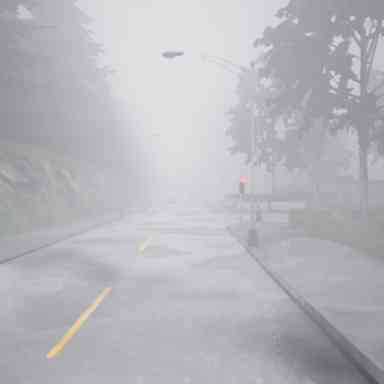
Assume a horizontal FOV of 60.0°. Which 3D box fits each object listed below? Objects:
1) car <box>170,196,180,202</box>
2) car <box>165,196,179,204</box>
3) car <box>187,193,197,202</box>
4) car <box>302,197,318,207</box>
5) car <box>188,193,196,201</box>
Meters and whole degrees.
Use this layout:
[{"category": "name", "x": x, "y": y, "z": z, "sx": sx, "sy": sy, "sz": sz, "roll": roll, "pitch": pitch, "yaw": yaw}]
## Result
[{"category": "car", "x": -4.008, "y": 1.590, "z": 78.956, "sx": 1.994, "sy": 1.385, "sz": 4.181, "roll": 0, "pitch": 0, "yaw": 0}, {"category": "car", "x": -4.028, "y": 1.598, "z": 63.449, "sx": 1.994, "sy": 1.385, "sz": 4.181, "roll": 0, "pitch": 0, "yaw": 1}, {"category": "car", "x": -0.008, "y": 1.555, "z": 77.334, "sx": 1.812, "sy": 1.442, "sz": 4.674, "roll": 0, "pitch": 0, "yaw": 0}, {"category": "car", "x": 15.781, "y": 1.325, "z": 45.810, "sx": 1.994, "sy": 1.381, "sz": 4.181, "roll": 0, "pitch": 0, "yaw": 0}, {"category": "car", "x": -0.009, "y": 1.263, "z": 87.567, "sx": 2.150, "sy": 2.045, "sz": 5.566, "roll": 0, "pitch": 0, "yaw": 0}]
